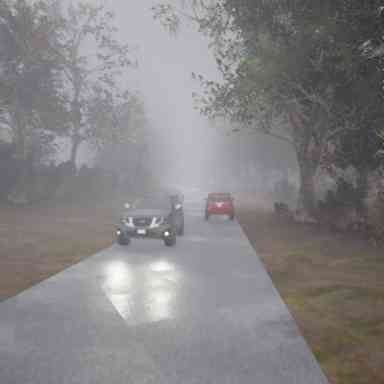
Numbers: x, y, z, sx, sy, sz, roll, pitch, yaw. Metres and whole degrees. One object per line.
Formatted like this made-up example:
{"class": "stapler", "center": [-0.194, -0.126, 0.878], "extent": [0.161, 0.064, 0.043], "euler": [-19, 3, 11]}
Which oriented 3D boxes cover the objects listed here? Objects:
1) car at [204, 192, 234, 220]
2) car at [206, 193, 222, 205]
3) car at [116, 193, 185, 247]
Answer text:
{"class": "car", "center": [2.126, 1.017, 26.104], "extent": [2.150, 2.045, 5.566], "euler": [0, 1, 4]}
{"class": "car", "center": [2.967, 0.944, 45.112], "extent": [1.895, 1.301, 4.718], "euler": [0, 2, 1]}
{"class": "car", "center": [-1.611, 1.079, 14.877], "extent": [2.150, 2.045, 5.566], "euler": [1, 0, 5]}
